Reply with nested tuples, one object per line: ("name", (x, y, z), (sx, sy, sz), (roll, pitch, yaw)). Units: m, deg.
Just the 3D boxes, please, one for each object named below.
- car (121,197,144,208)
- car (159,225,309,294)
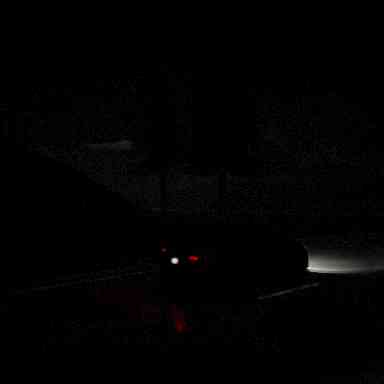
("car", (-8.889, 1.561, 49.526), (2.128, 1.511, 4.902), (0, 0, -37))
("car", (1.221, 1.583, 8.920), (4.181, 1.385, 1.994), (0, 0, -36))
